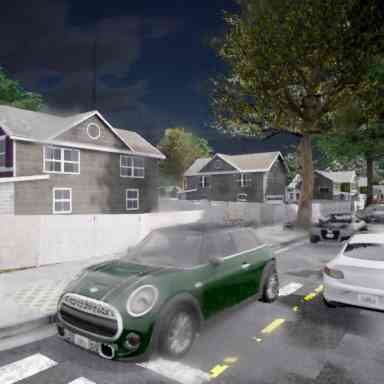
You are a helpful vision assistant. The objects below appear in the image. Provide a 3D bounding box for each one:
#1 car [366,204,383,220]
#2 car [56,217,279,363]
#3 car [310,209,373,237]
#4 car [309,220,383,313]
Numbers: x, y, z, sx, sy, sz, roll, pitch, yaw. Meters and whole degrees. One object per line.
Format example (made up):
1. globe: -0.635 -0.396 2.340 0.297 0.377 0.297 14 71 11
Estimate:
1. car: 14.284 1.751 25.634 1.837 1.490 4.892 -1 -1 36
2. car: -0.129 1.425 6.264 2.097 1.767 4.553 -1 -1 37
3. car: 7.119 1.724 15.959 1.994 1.385 4.181 -1 -1 36
4. car: 4.210 1.576 7.220 1.812 1.442 4.674 -1 -1 36
